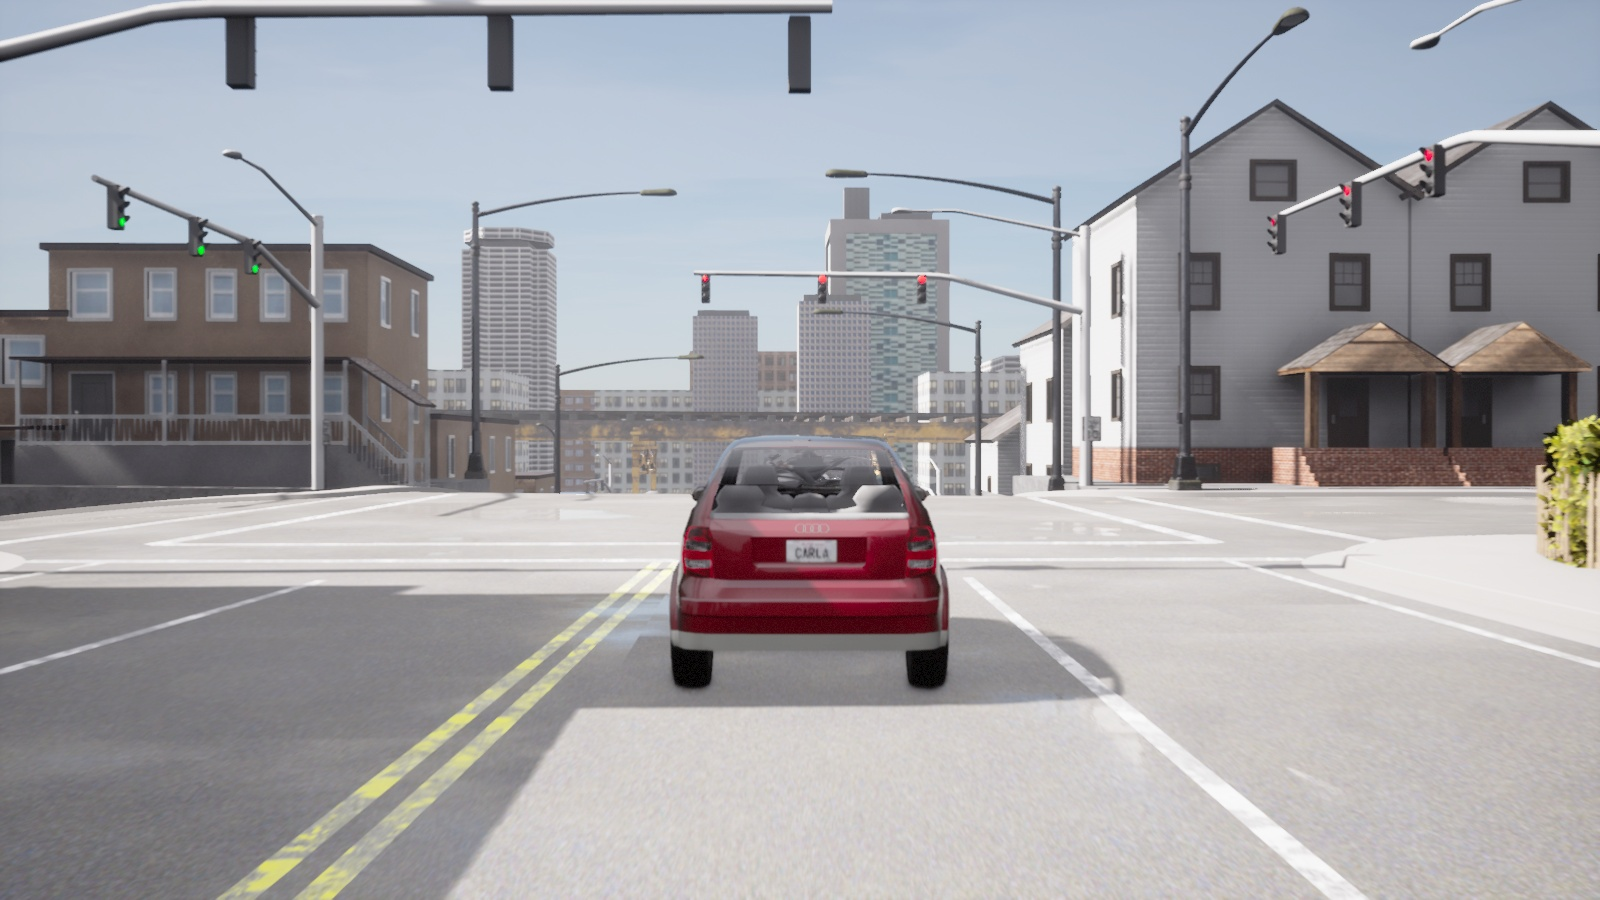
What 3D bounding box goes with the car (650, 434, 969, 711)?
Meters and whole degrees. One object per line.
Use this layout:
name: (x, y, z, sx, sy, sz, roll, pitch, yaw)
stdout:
car: (0.065, 0.674, 8.895, 1.789, 1.549, 3.705, 0, 0, 0)
